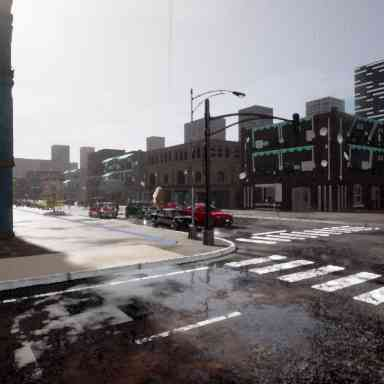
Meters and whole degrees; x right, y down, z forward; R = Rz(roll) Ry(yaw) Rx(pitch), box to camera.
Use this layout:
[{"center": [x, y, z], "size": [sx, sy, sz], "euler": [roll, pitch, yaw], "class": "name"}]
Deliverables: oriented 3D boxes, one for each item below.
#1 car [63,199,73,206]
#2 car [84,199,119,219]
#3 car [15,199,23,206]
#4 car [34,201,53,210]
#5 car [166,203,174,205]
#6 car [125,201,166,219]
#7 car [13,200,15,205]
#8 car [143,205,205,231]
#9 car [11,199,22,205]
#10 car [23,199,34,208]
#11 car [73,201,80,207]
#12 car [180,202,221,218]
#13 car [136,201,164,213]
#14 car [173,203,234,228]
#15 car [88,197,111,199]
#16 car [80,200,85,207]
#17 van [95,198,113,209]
[{"center": [-27.995, 2.364, 75.486], "size": [1.947, 1.339, 4.313], "euler": [-1, 0, -35], "class": "car"}, {"center": [-9.242, 1.847, 34.505], "size": [1.967, 1.590, 4.097], "euler": [-1, 0, -35], "class": "car"}, {"center": [-38.035, 2.380, 75.157], "size": [1.967, 1.590, 4.097], "euler": [-1, 0, -35], "class": "car"}, {"center": [-25.137, 2.233, 56.951], "size": [1.752, 1.417, 4.829], "euler": [-1, 0, -35], "class": "car"}, {"center": [-2.402, 1.904, 39.351], "size": [1.802, 1.307, 4.206], "euler": [-2, 0, -35], "class": "car"}, {"center": [-4.898, 1.689, 32.871], "size": [2.097, 1.767, 4.553], "euler": [-1, 0, -35], "class": "car"}, {"center": [-41.231, 2.547, 79.675], "size": [2.008, 1.369, 4.403], "euler": [-1, 0, -35], "class": "car"}, {"center": [-1.318, 1.815, 23.111], "size": [1.947, 1.339, 4.313], "euler": [-1, 0, -35], "class": "car"}, {"center": [-44.430, 2.598, 84.191], "size": [1.887, 1.381, 4.507], "euler": [-1, 0, -35], "class": "car"}, {"center": [-31.634, 2.376, 66.124], "size": [2.008, 1.369, 4.403], "euler": [-1, 0, -35], "class": "car"}, {"center": [-21.597, 2.228, 66.452], "size": [1.887, 1.381, 4.507], "euler": [-1, 0, -35], "class": "car"}, {"center": [0.797, 1.810, 34.833], "size": [2.008, 1.369, 4.403], "euler": [-2, 0, -35], "class": "car"}, {"center": [-5.600, 1.966, 43.867], "size": [1.802, 1.307, 4.206], "euler": [-1, 0, -35], "class": "car"}, {"center": [0.962, 1.698, 24.597], "size": [1.882, 1.535, 5.008], "euler": [-1, 0, -35], "class": "car"}, {"center": [-11.043, 1.678, 41.564], "size": [2.150, 2.045, 5.566], "euler": [-1, 0, -35], "class": "car"}, {"center": [-18.403, 1.940, 61.934], "size": [2.192, 1.841, 5.009], "euler": [-1, 0, -35], "class": "car"}, {"center": [-15.203, 1.907, 57.418], "size": [1.690, 1.788, 3.998], "euler": [-1, 0, -35], "class": "van"}]
